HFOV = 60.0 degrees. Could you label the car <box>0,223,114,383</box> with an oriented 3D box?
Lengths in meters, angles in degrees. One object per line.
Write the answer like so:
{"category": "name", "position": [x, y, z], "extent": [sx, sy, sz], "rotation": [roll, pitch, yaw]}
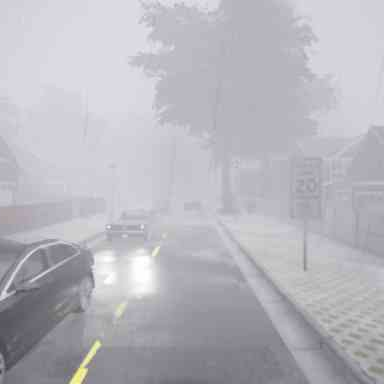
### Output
{"category": "car", "position": [-2.901, 1.487, 4.817], "extent": [2.128, 1.511, 4.902], "rotation": [0, 0, 2]}

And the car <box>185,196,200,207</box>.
{"category": "car", "position": [0.105, 1.323, 48.111], "extent": [1.994, 1.385, 4.181], "rotation": [0, 1, 1]}

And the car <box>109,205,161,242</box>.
{"category": "car", "position": [-2.819, 1.560, 16.327], "extent": [1.895, 1.301, 4.718], "rotation": [0, 0, 0]}

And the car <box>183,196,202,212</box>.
{"category": "car", "position": [0.070, 1.327, 36.481], "extent": [1.882, 1.535, 5.008], "rotation": [0, 1, 0]}

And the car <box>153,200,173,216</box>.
{"category": "car", "position": [-2.768, 1.430, 31.223], "extent": [2.033, 1.411, 5.357], "rotation": [0, 0, 0]}
